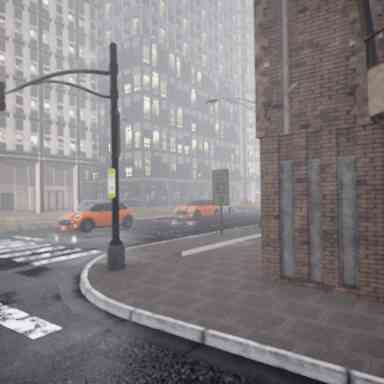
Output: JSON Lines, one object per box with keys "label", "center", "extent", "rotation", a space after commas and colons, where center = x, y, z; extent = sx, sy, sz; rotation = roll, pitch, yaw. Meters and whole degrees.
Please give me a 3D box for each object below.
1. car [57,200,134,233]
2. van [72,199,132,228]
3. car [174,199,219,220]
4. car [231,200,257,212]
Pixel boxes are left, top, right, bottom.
{"label": "car", "center": [-5.741, 1.416, 20.120], "extent": [2.097, 1.767, 4.553], "rotation": [-1, -1, 37]}
{"label": "van", "center": [-6.312, 1.460, 23.718], "extent": [1.690, 1.788, 3.998], "rotation": [-2, -1, 36]}
{"label": "car", "center": [0.431, 1.440, 28.667], "extent": [2.097, 1.767, 4.553], "rotation": [-1, -1, 36]}
{"label": "car", "center": [6.537, 1.689, 41.617], "extent": [1.752, 1.417, 4.829], "rotation": [-2, -1, 36]}
